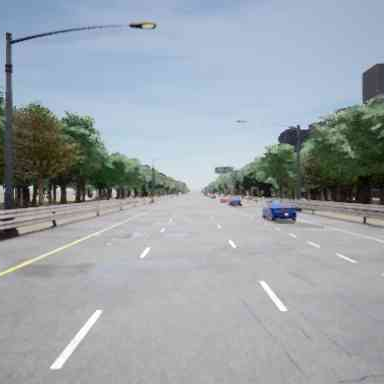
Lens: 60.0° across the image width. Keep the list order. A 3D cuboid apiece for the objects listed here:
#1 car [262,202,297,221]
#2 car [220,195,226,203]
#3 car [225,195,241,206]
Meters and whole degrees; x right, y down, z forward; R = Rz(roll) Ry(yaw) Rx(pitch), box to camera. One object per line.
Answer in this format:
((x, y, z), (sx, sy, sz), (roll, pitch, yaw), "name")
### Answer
((7.038, 1.531, 27.196), (1.882, 1.535, 5.008), (0, 0, 0), "car")
((7.287, 1.490, 73.742), (2.097, 1.767, 4.553), (0, 0, 0), "car")
((7.165, 1.630, 56.242), (1.812, 1.442, 4.674), (0, 0, 0), "car")
